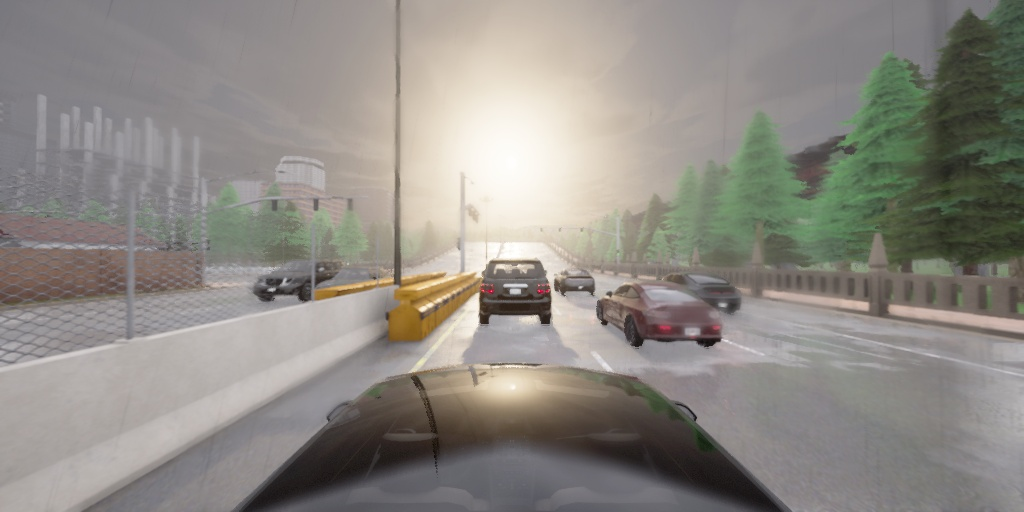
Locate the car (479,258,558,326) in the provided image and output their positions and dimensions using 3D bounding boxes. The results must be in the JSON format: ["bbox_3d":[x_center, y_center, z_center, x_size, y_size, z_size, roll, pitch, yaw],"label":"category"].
[{"bbox_3d":[0.094,1.099,12.447,2.150,2.045,5.566,0,-1,0],"label":"car"}]

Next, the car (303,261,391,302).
[{"bbox_3d":[-7.070,1.278,16.407,2.097,1.767,4.553,0,-1,0],"label":"car"}]

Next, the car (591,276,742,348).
[{"bbox_3d":[3.599,1.369,9.451,1.812,1.442,4.674,0,-1,0],"label":"car"}]

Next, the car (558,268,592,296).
[{"bbox_3d":[3.592,1.478,21.211,2.128,1.511,4.902,0,-1,0],"label":"car"}]

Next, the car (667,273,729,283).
[{"bbox_3d":[7.094,1.411,14.478,1.837,1.490,4.892,0,0,0],"label":"car"}]

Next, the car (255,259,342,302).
[{"bbox_3d":[-10.553,1.178,18.612,2.150,2.045,5.566,0,-1,0],"label":"car"}]
